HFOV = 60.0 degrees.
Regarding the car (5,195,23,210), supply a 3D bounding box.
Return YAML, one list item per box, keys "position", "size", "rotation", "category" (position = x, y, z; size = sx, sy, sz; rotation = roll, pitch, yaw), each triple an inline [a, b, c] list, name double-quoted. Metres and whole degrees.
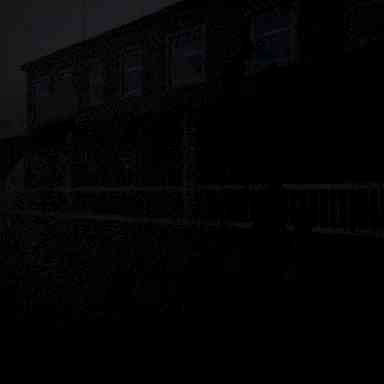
- position: [-15.397, 1.056, 27.943]
  size: [1.994, 1.385, 4.181]
  rotation: [0, 14, 34]
  category: "car"
